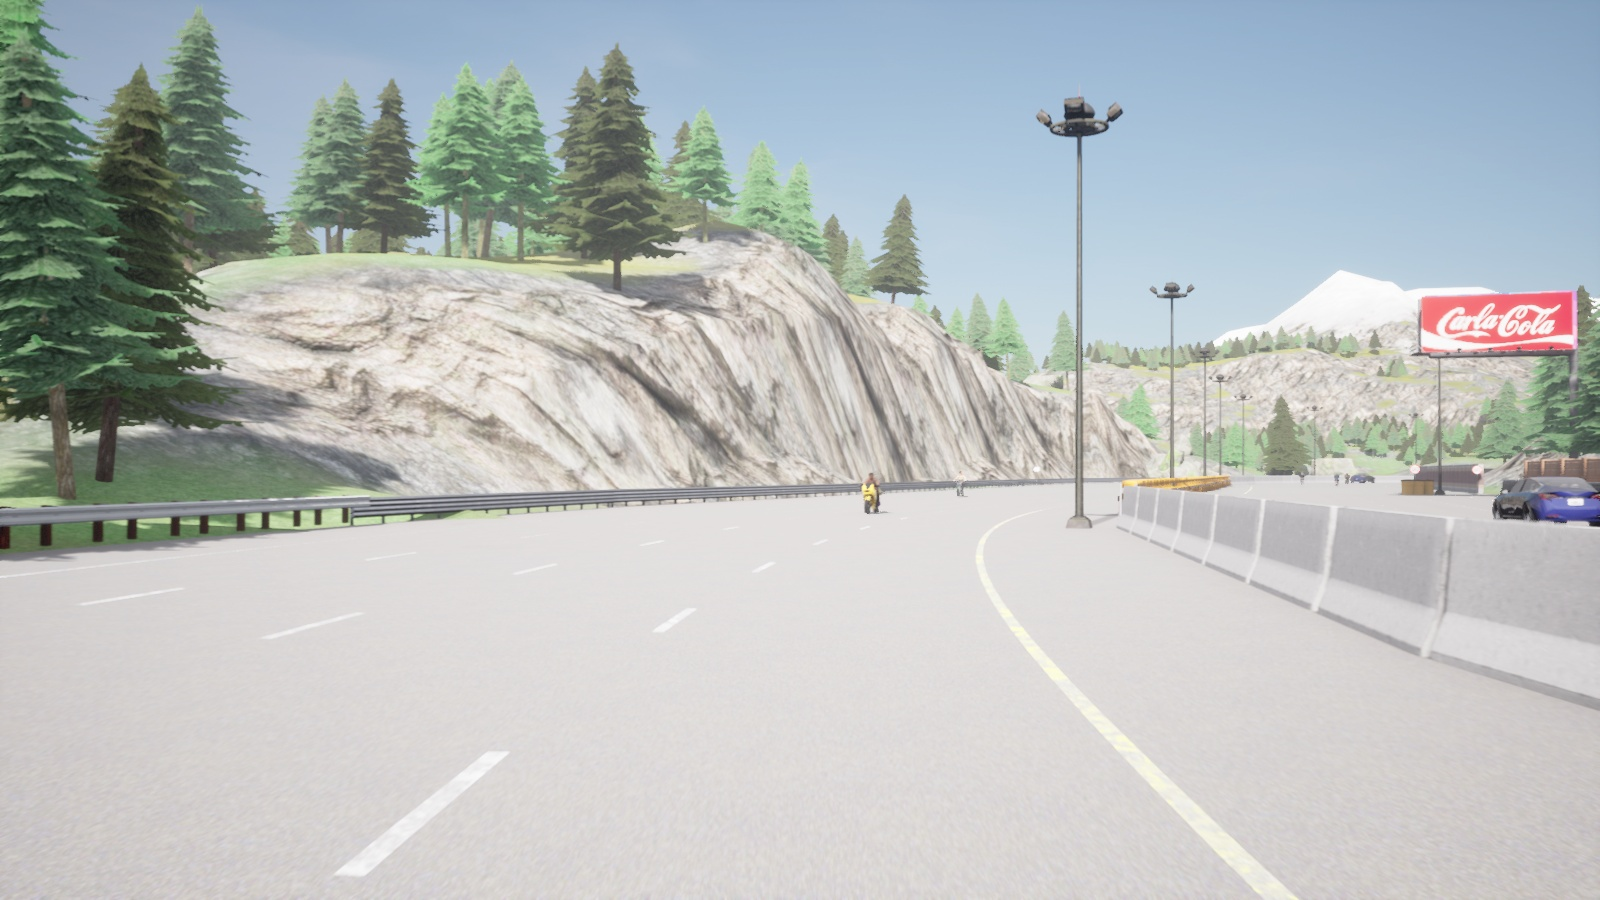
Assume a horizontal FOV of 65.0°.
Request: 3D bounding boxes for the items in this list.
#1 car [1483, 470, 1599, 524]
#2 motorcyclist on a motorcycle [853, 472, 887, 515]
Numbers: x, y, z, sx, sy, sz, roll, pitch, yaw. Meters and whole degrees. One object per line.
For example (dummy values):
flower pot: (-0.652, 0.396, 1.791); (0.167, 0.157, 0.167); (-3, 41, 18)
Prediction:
car: (22.186, 1.352, 37.354); (2.163, 1.488, 4.792); (0, -1, 14)
motorcyclist on a motorcycle: (2.547, 1.546, 45.384); (0.797, 1.523, 2.044); (0, -1, 15)
